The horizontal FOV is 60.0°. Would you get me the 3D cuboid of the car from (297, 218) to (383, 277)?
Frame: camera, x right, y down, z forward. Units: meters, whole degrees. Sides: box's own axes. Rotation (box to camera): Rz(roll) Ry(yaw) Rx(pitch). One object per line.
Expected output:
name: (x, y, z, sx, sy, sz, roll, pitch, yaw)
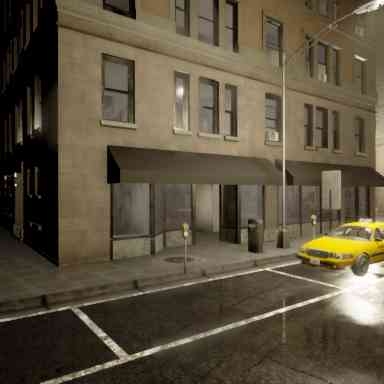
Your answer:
car: (5.234, 1.526, 10.255, 4.829, 1.417, 1.752, 0, 0, -35)
